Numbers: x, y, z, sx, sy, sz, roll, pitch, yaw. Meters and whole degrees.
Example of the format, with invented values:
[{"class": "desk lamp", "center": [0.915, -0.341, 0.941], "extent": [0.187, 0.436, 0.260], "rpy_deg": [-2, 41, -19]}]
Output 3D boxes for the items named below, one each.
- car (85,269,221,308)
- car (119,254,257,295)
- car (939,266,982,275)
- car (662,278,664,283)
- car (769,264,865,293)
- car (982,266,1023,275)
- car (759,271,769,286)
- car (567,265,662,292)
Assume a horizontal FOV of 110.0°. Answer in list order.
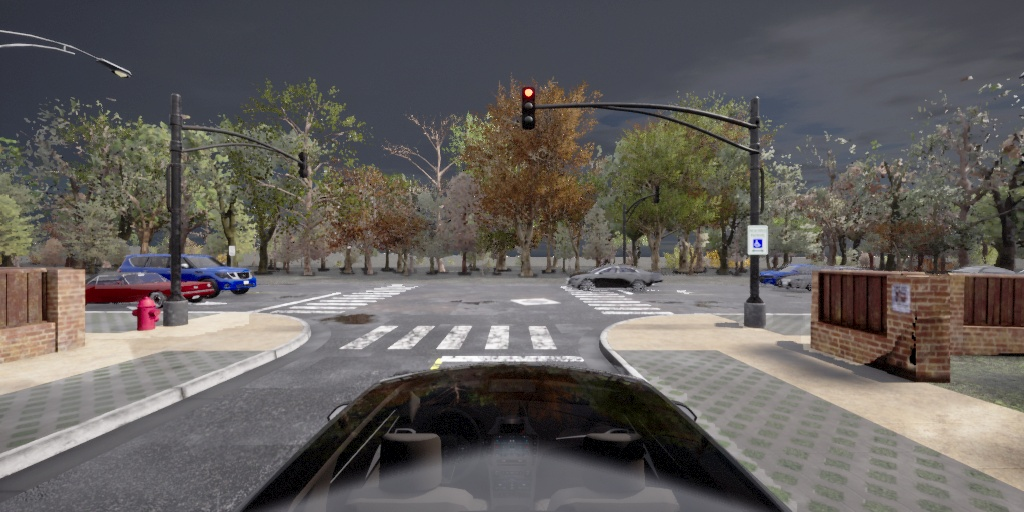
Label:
[{"class": "car", "center": [-14.636, 1.295, 14.012], "extent": [4.718, 1.301, 1.895], "rpy_deg": [0, 0, -3]}, {"class": "car", "center": [-15.562, 0.916, 17.262], "extent": [5.566, 2.045, 2.150], "rpy_deg": [0, 0, 0]}, {"class": "car", "center": [31.071, 1.392, 24.017], "extent": [4.674, 1.442, 1.812], "rpy_deg": [0, 0, 0]}, {"class": "car", "center": [7.209, 1.335, 23.995], "extent": [5.357, 1.411, 2.033], "rpy_deg": [0, 0, 0]}, {"class": "car", "center": [18.274, 1.311, 20.760], "extent": [4.902, 1.511, 2.128], "rpy_deg": [0, 0, 0]}, {"class": "car", "center": [31.220, 1.356, 20.767], "extent": [4.902, 1.511, 2.128], "rpy_deg": [0, 0, 0]}, {"class": "car", "center": [18.978, 1.306, 24.008], "extent": [5.008, 1.535, 1.882], "rpy_deg": [0, 0, 0]}, {"class": "car", "center": [5.660, 1.270, 20.744], "extent": [4.902, 1.511, 2.128], "rpy_deg": [0, 0, 0]}]
